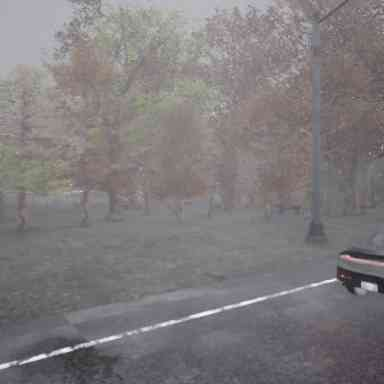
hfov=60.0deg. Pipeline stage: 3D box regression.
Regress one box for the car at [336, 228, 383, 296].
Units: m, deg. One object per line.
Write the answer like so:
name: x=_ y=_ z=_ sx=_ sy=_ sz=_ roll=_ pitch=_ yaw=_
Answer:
car: x=5.245 y=1.536 z=7.521 sx=4.902 sy=1.511 sz=2.128 roll=0 pitch=0 yaw=-35
